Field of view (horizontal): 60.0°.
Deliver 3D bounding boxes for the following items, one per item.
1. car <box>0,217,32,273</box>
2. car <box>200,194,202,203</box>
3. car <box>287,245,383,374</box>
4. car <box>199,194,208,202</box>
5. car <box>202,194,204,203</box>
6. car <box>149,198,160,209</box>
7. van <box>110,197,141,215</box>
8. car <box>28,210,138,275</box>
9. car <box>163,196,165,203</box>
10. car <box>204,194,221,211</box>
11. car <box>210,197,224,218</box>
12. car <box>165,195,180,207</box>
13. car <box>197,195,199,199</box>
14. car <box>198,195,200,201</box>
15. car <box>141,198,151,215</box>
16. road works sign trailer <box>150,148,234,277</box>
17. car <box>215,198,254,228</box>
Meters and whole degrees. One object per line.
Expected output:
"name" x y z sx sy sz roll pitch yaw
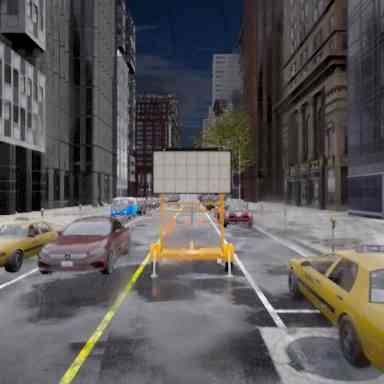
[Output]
"car" -5.667 1.526 10.778 1.752 1.417 4.829 0 0 1
"car" 2.858 1.512 56.085 1.967 1.590 4.097 0 0 0
"car" 2.866 1.525 5.532 1.752 1.417 4.829 0 0 1
"car" 2.857 1.483 84.283 2.192 1.841 5.009 0 0 0
"car" 2.858 1.359 44.806 2.192 1.841 5.009 0 0 0
"car" -5.668 1.484 44.820 1.967 1.590 4.097 0 0 0
"van" -5.666 1.352 27.903 1.690 1.788 3.998 0 0 0
"car" -3.101 1.525 10.574 1.812 1.442 4.674 0 0 0
"car" -5.667 1.603 50.458 1.887 1.381 4.507 0 0 0
"car" 2.858 1.346 39.167 2.192 1.841 5.009 0 0 0
"car" 2.859 1.451 27.887 1.967 1.590 4.097 0 0 0
"car" -3.000 1.666 53.646 2.033 1.411 5.357 0 0 0
"car" 2.857 1.708 78.641 1.947 1.339 4.313 0 0 0
"car" 2.857 1.701 73.004 1.802 1.307 4.206 0 0 0
"car" -5.667 1.585 33.541 1.947 1.339 4.313 0 0 0
"road works sign trailer" 0.000 0.464 10.190 2.380 3.560 2.880 0 0 0
"car" 2.859 1.444 22.249 1.967 1.590 4.097 0 0 0
